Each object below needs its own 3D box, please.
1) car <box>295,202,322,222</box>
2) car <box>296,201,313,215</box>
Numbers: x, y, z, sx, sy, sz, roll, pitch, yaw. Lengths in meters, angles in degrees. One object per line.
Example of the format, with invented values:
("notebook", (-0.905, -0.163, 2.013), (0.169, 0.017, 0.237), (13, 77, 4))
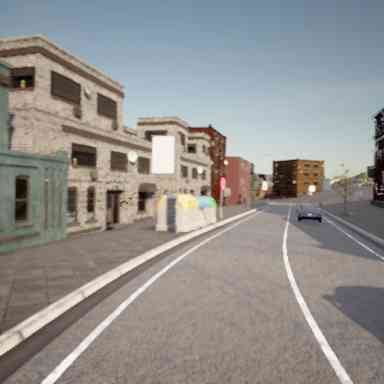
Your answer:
("car", (10.396, 1.866, 29.565), (1.994, 1.385, 4.181), (2, 0, 18))
("car", (14.025, 1.935, 41.656), (1.812, 1.442, 4.674), (2, 0, 17))
